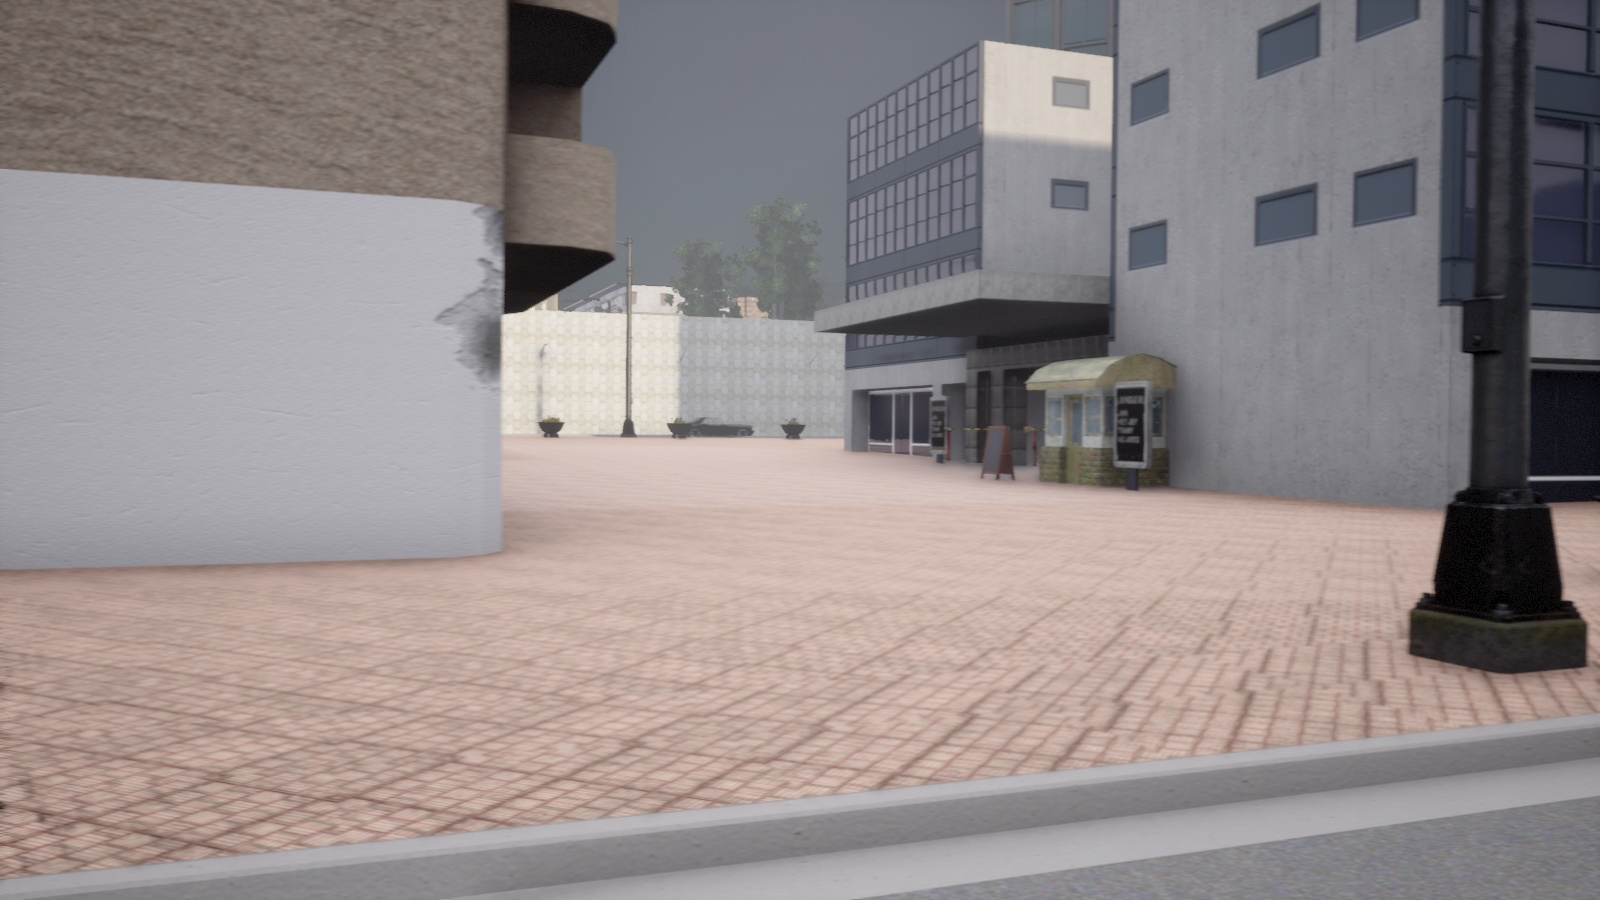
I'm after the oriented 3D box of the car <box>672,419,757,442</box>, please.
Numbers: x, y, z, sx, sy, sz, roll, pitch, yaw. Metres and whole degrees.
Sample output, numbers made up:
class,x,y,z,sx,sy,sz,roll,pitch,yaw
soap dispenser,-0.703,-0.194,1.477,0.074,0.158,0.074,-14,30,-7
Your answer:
class,x,y,z,sx,sy,sz,roll,pitch,yaw
car,-5.079,-1.166,74.455,4.718,1.301,1.895,-1,1,-19
